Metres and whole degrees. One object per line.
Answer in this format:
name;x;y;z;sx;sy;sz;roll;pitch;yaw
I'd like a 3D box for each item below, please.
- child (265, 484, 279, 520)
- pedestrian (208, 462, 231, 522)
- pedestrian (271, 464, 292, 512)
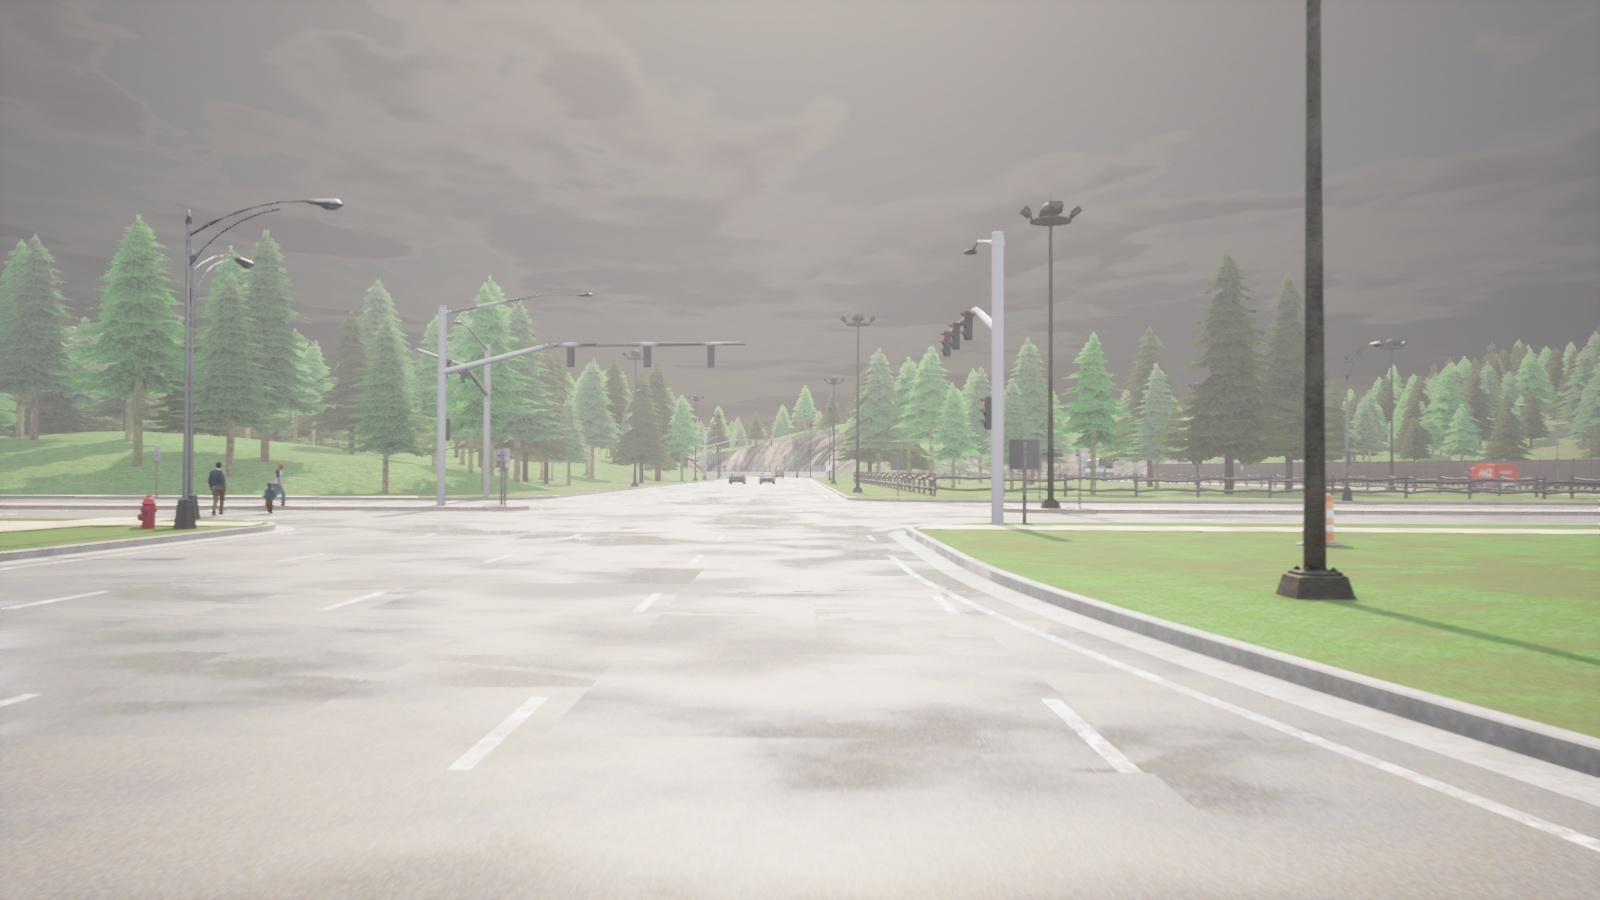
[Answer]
child;-18.107;1.777;43.045;0.343;1.192;0.448;0;-1;-7
pedestrian;-18.864;1.362;40.804;0.423;1.949;0.788;0;-1;-3
pedestrian;-19.742;1.438;47.815;0.706;1.836;0.354;0;-1;-12
